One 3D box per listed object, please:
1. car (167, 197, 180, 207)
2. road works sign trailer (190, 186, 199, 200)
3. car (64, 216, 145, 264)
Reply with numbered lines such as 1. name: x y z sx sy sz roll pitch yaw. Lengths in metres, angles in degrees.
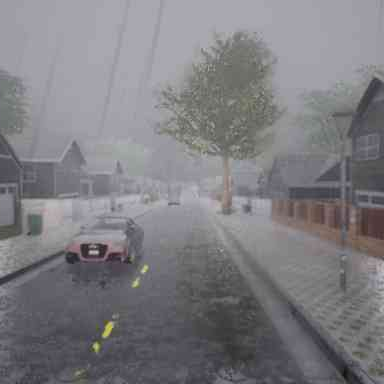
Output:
1. car: -2.803 1.536 52.960 2.033 1.411 5.357 0 0 1
2. road works sign trailer: 0.611 0.233 89.260 2.380 3.560 2.880 5 -11 -1
3. car: -2.848 1.556 11.633 1.994 1.385 4.181 0 0 0
